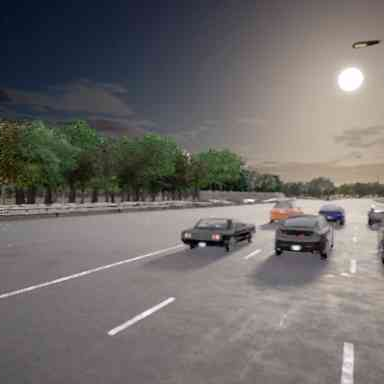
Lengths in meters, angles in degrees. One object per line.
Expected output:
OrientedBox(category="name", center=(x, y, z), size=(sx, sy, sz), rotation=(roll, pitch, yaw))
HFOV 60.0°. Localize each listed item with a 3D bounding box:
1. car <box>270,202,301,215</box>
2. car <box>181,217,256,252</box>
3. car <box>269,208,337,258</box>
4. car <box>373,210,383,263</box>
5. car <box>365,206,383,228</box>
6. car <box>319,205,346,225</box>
OrientedBox(category="car", center=(8.122, 1.678, 28.479), size=(2.097, 1.767, 4.553), rotation=(0, -1, 27))
OrientedBox(category="car", center=(1.392, 1.771, 14.874), size=(1.895, 1.301, 4.718), rotation=(0, -1, 27))
OrientedBox(category="car", center=(4.644, 1.659, 13.549), size=(1.837, 1.490, 4.892), rotation=(0, 0, 27))
OrientedBox(category="car", center=(7.780, 1.639, 11.995), size=(1.837, 1.490, 4.892), rotation=(0, 0, 27))
OrientedBox(category="car", center=(14.432, 1.780, 25.445), size=(2.128, 1.511, 4.902), rotation=(0, -1, 27))
OrientedBox(category="car", center=(11.627, 1.793, 27.653), size=(1.882, 1.535, 5.008), rotation=(0, -1, 27))
